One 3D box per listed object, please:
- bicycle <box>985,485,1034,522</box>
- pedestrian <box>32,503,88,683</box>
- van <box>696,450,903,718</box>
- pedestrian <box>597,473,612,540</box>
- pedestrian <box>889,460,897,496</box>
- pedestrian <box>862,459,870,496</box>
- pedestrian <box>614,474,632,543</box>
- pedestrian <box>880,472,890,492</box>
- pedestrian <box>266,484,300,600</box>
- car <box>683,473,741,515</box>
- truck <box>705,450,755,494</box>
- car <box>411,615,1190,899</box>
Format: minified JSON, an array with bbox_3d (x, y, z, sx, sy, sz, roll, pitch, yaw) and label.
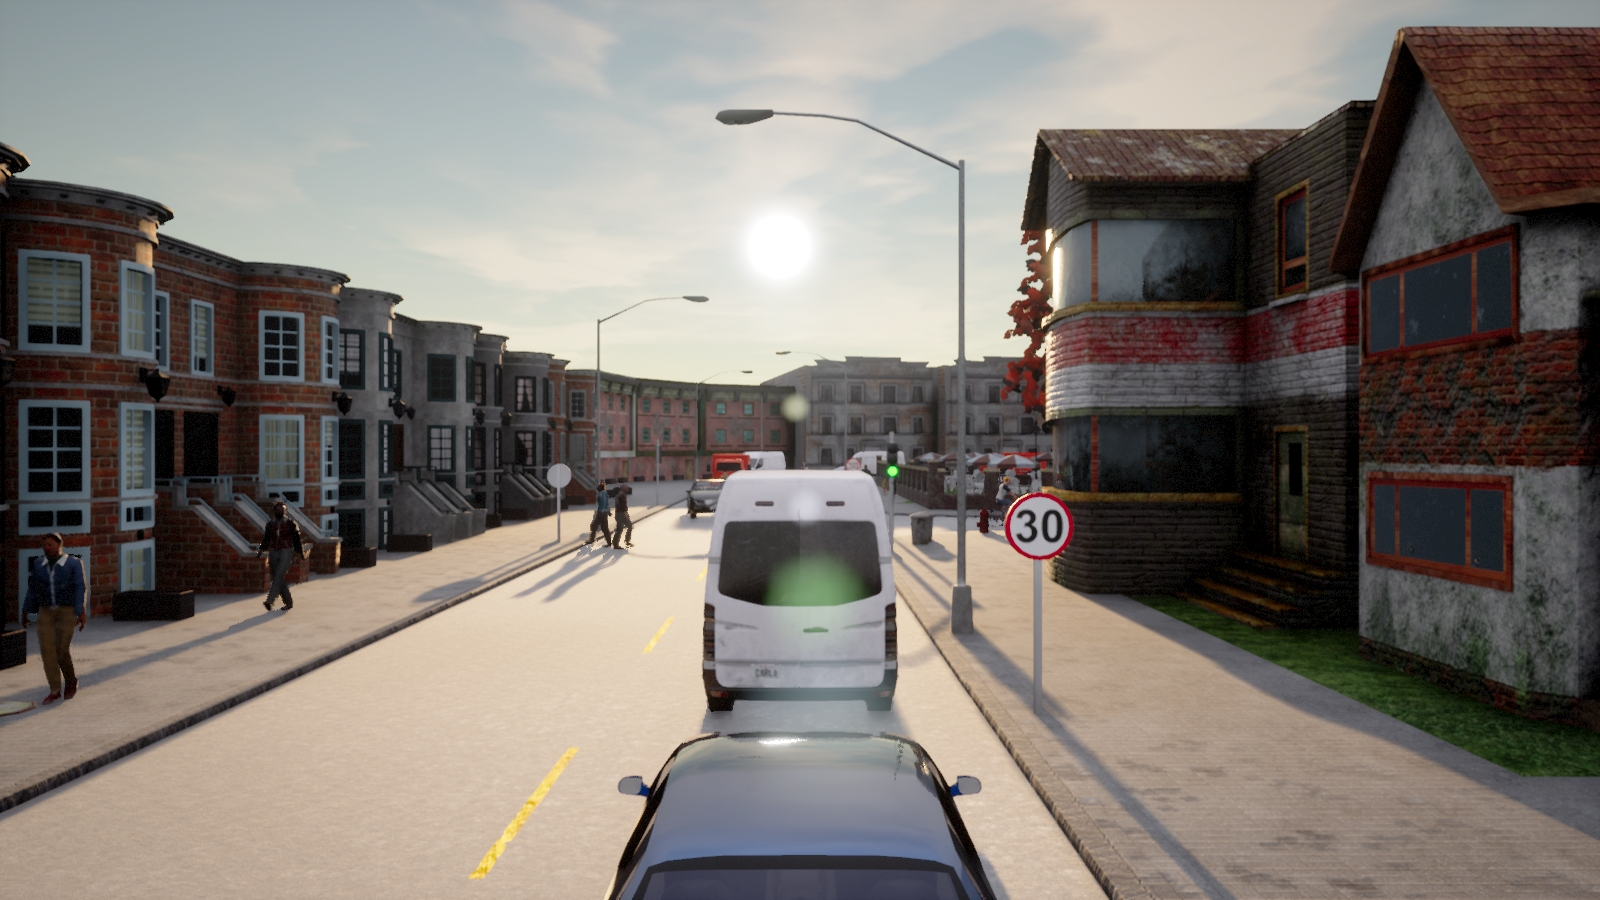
[{"bbox_3d":[7.350,1.873,40.048,1.643,1.296,0.373,1,0,1],"label":"bicycle"},{"bbox_3d":[-7.848,1.505,12.123,0.375,1.860,0.375,0,0,-7],"label":"pedestrian"},{"bbox_3d":[-0.008,1.292,13.952,1.988,2.561,5.915,0,0,0],"label":"van"},{"bbox_3d":[-5.459,1.577,31.903,0.375,1.860,0.375,0,0,-8],"label":"pedestrian"},{"bbox_3d":[4.742,1.425,58.150,0.375,1.860,0.375,0,0,0],"label":"pedestrian"},{"bbox_3d":[3.406,1.423,59.182,0.375,1.860,0.375,0,0,6],"label":"pedestrian"},{"bbox_3d":[-4.818,1.579,31.119,0.375,1.860,0.375,0,0,15],"label":"pedestrian"},{"bbox_3d":[4.747,1.806,63.816,0.500,1.100,0.500,0,0,0],"label":"pedestrian"},{"bbox_3d":[-8.424,1.493,18.614,0.375,1.860,0.375,0,0,1],"label":"pedestrian"},{"bbox_3d":[-3.677,1.753,47.044,2.128,1.511,4.902,0,0,-8],"label":"car"},{"bbox_3d":[-4.051,1.243,66.888,2.627,2.467,5.204,0,0,0],"label":"truck"},{"bbox_3d":[-0.003,1.876,5.383,2.033,1.411,5.357,0,0,0],"label":"car"}]
